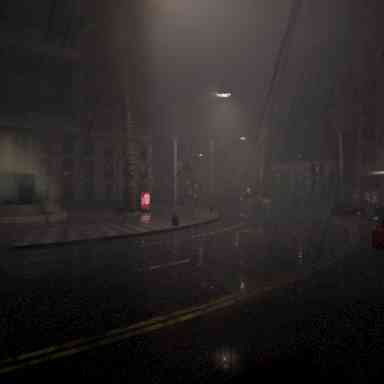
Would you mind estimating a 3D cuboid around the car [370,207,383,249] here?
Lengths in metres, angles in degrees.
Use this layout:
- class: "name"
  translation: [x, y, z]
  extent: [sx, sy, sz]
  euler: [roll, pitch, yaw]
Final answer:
- class: "car"
  translation: [8.692, 1.572, 13.968]
  extent: [1.994, 1.385, 4.181]
  euler: [0, 0, 30]

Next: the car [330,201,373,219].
- class: "car"
  translation: [13.544, 1.533, 28.829]
  extent: [1.812, 1.442, 4.674]
  euler: [0, 0, 6]

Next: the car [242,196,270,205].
- class: "car"
  translation: [11.661, 1.477, 58.725]
  extent: [1.882, 1.535, 5.008]
  euler: [0, 0, -29]

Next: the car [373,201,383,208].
- class: "car"
  translation: [17.026, 1.495, 28.480]
  extent: [2.128, 1.511, 4.902]
  euler: [0, 0, 6]

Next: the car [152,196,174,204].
- class: "car"
  translation: [-6.252, 1.602, 64.504]
  extent: [2.033, 1.411, 5.357]
  euler: [0, 0, -35]

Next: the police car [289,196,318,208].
- class: "police car"
  translation: [16.058, 1.425, 48.381]
  extent: [1.930, 1.638, 5.238]
  euler: [0, 0, -17]

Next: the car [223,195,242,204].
- class: "car"
  translation: [8.059, 1.350, 64.319]
  extent: [2.097, 1.767, 4.553]
  euler: [0, 0, -35]

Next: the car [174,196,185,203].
- class: "car"
  translation: [-3.401, 1.560, 66.535]
  extent: [1.837, 1.490, 4.892]
  euler: [0, 0, -35]
